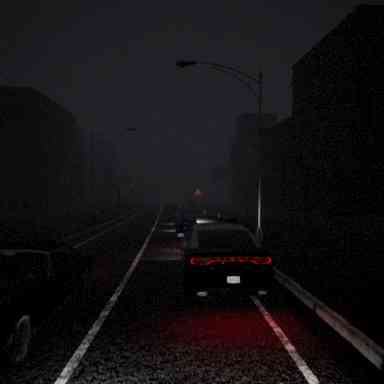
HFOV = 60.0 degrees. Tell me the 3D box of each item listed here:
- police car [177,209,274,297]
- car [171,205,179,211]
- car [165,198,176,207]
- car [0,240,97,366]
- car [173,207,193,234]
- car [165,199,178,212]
[{"bbox_3d":[0.651,1.476,8.842,1.930,1.638,5.238,0,-1,-3],"label":"police car"},{"bbox_3d":[-0.421,1.915,24.781,1.812,1.442,4.674,0,-1,-4],"label":"car"},{"bbox_3d":[-3.785,1.820,59.141,1.895,1.301,4.718,0,2,-4],"label":"car"},{"bbox_3d":[-3.196,1.627,5.923,1.895,1.301,4.718,0,0,-2],"label":"car"},{"bbox_3d":[0.008,1.761,18.787,1.812,1.442,4.674,0,-1,-4],"label":"car"},{"bbox_3d":[-2.788,1.972,45.387,2.128,1.511,4.902,0,-1,-4],"label":"car"}]
